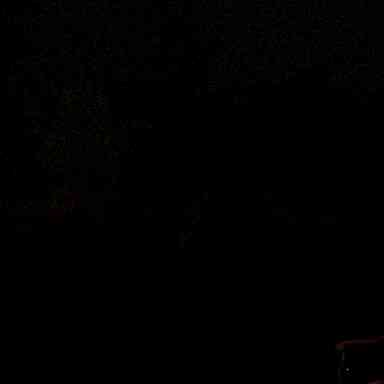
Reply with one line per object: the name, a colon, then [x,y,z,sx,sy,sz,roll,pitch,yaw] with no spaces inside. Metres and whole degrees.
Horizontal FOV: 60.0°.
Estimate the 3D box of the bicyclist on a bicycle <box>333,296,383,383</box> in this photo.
bicyclist on a bicycle: [1.505,1.630,2.652,1.509,1.612,0.866,1,-3,9]
